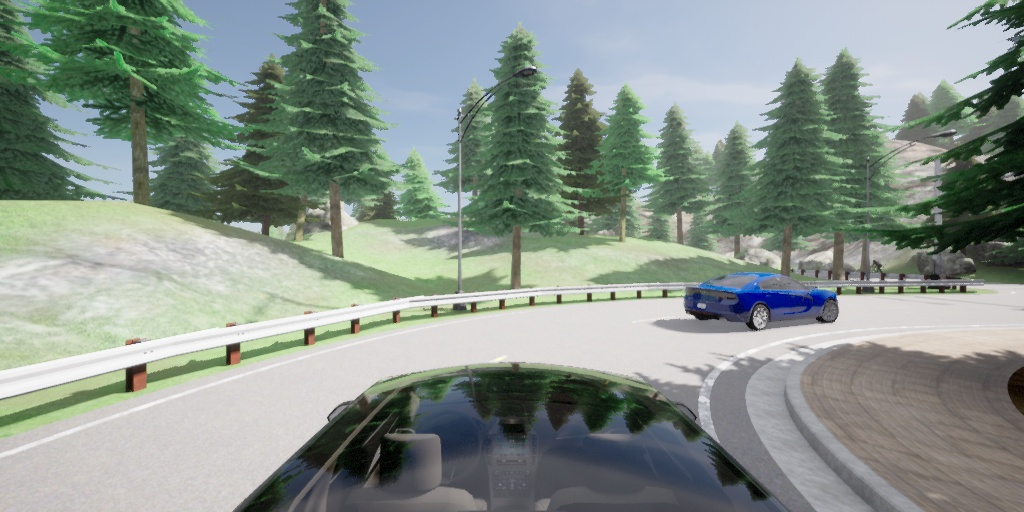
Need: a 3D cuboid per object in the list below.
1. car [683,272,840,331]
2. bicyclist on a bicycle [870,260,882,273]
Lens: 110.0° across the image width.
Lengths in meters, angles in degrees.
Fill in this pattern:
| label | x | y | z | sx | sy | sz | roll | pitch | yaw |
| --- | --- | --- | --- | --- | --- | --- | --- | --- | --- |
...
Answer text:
| label | x | y | z | sx | sy | sz | roll | pitch | yaw |
| --- | --- | --- | --- | --- | --- | --- | --- | --- | --- |
| car | 7.602 | 1.240 | 10.906 | 5.008 | 1.535 | 1.882 | 0 | 0 | -21 |
| bicyclist on a bicycle | 37.056 | 1.219 | 36.427 | 1.656 | 1.620 | 0.582 | -6 | -2 | -6 |
